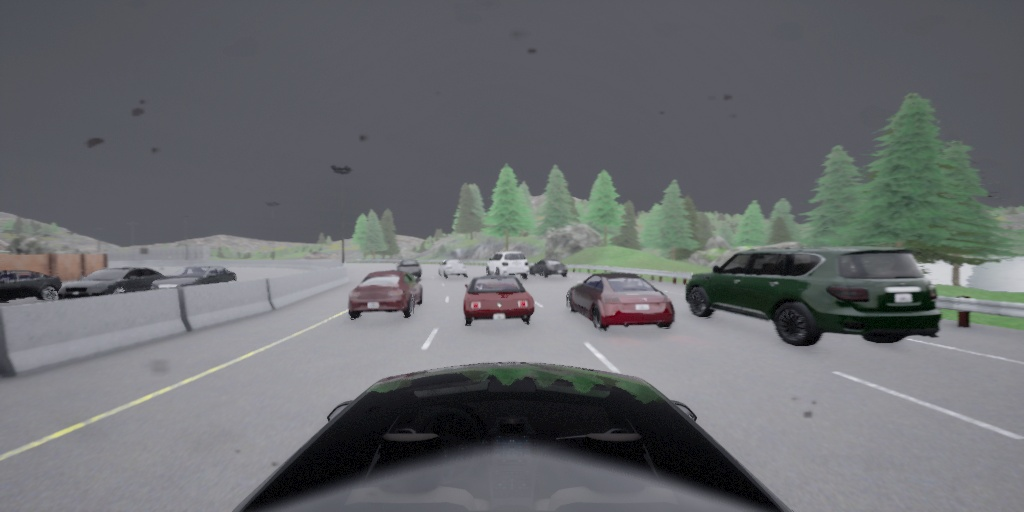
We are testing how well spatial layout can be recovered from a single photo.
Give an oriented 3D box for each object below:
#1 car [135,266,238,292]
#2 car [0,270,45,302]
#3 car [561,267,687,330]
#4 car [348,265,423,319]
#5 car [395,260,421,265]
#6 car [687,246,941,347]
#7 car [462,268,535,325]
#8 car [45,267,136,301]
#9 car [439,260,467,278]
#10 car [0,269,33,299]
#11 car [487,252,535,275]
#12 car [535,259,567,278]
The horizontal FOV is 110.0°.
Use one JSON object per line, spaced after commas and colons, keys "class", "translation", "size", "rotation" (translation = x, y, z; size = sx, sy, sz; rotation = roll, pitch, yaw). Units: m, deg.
{"class": "car", "translation": [-16.249, 1.289, 18.633], "size": [2.128, 1.511, 4.902], "rotation": [-1, 1, -14]}
{"class": "car", "translation": [-22.680, 1.408, 15.578], "size": [2.128, 1.511, 4.902], "rotation": [-1, 1, -13]}
{"class": "car", "translation": [2.978, 1.182, 10.634], "size": [1.994, 1.385, 4.181], "rotation": [-1, 1, -5]}
{"class": "car", "translation": [-4.248, 1.223, 12.524], "size": [1.812, 1.442, 4.674], "rotation": [-1, 1, -7]}
{"class": "car", "translation": [-8.621, 1.069, 29.946], "size": [2.128, 1.511, 4.902], "rotation": [-1, 1, -19]}
{"class": "car", "translation": [6.673, 0.806, 8.965], "size": [2.150, 2.045, 5.566], "rotation": [-1, 1, -4]}
{"class": "car", "translation": [-0.565, 1.259, 11.433], "size": [1.895, 1.301, 4.718], "rotation": [-1, 1, -6]}
{"class": "car", "translation": [-19.673, 1.356, 18.012], "size": [1.837, 1.490, 4.892], "rotation": [-1, 1, -15]}
{"class": "car", "translation": [-5.016, 1.052, 30.220], "size": [1.812, 1.442, 4.674], "rotation": [-1, 1, -19]}
{"class": "car", "translation": [-26.650, 1.460, 17.179], "size": [1.837, 1.490, 4.892], "rotation": [0, 0, -16]}
{"class": "car", "translation": [-0.420, 0.711, 27.651], "size": [2.150, 2.045, 5.566], "rotation": [-1, 1, -16]}
{"class": "car", "translation": [2.891, 0.960, 28.653], "size": [1.812, 1.442, 4.674], "rotation": [-1, 1, -16]}
